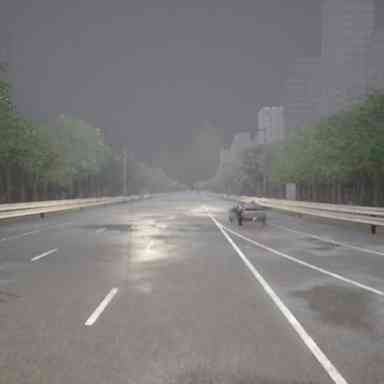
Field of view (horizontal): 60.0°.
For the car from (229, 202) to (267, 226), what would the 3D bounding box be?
[{"bbox_3d":[3.745,1.436,22.953,2.128,1.511,4.902,0,0,-3],"label":"car"}]
